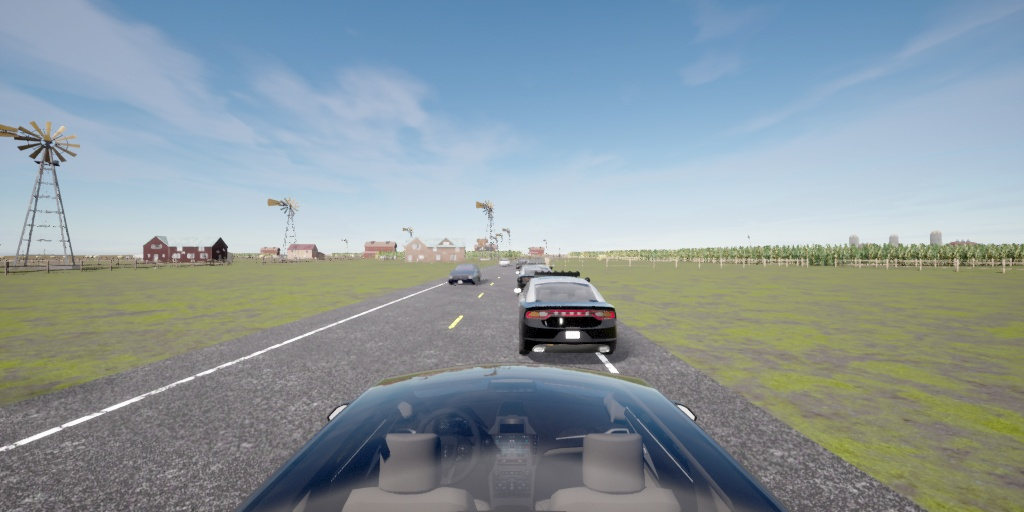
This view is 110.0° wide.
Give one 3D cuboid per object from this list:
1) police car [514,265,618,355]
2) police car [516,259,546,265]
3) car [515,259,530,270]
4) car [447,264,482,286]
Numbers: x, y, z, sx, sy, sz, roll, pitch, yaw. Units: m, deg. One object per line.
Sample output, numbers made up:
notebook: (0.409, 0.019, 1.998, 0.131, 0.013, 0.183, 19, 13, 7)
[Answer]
police car: (1.086, 1.176, 8.850, 1.930, 1.638, 5.238, 0, 0, 1)
police car: (1.230, 1.173, 18.820, 1.930, 1.638, 5.238, 0, 0, 1)
car: (1.607, 1.209, 53.957, 2.128, 1.511, 4.902, 0, 0, 4)
car: (-3.251, 1.293, 25.715, 2.033, 1.411, 5.357, 0, 0, 2)
